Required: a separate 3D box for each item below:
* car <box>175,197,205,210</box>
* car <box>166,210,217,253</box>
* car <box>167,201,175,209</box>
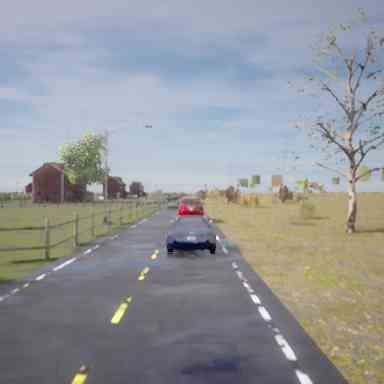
[{"bbox_3d":[-0.069,1.477,29.018,2.150,2.045,5.566,0,0,0],"label":"car"},{"bbox_3d":[-0.021,1.696,14.296,1.994,1.385,4.181,0,0,0],"label":"car"},{"bbox_3d":[-2.893,2.051,52.631,1.895,1.301,4.718,0,0,0],"label":"car"}]
